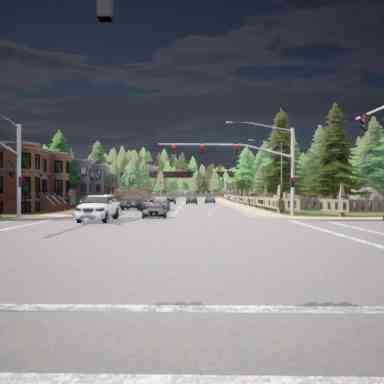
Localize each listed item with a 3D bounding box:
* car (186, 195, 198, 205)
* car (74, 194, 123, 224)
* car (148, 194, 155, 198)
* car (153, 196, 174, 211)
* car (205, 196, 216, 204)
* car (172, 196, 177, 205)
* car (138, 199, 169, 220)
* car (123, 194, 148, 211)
[{"bbox_3d":[-0.063,1.342,60.224,2.097,1.767,4.553,0,0,0],"label":"car"},{"bbox_3d":[-7.122,1.216,25.456,2.150,2.045,5.566,0,0,0],"label":"car"},{"bbox_3d":[-7.058,1.083,55.662,1.882,1.535,5.008,0,0,0],"label":"car"},{"bbox_3d":[-3.630,1.557,40.054,1.994,1.385,4.181,0,0,0],"label":"car"},{"bbox_3d":[3.532,1.553,65.205,1.994,1.385,4.181,0,0,0],"label":"car"},{"bbox_3d":[-3.558,1.392,55.636,1.895,1.301,4.718,0,0,0],"label":"car"},{"bbox_3d":[-3.257,1.559,28.273,1.994,1.385,4.181,0,0,-7],"label":"car"},{"bbox_3d":[-7.132,1.215,40.345,2.150,2.045,5.566,0,0,0],"label":"car"}]
